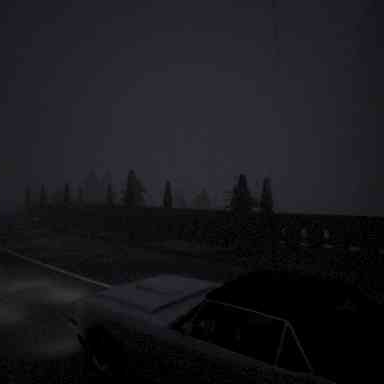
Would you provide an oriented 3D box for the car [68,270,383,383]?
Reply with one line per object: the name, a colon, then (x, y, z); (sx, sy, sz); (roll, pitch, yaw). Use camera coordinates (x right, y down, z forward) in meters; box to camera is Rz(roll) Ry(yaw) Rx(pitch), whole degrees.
car: (0.669, 1.609, 3.718); (4.718, 1.301, 1.895); (0, 0, 38)
